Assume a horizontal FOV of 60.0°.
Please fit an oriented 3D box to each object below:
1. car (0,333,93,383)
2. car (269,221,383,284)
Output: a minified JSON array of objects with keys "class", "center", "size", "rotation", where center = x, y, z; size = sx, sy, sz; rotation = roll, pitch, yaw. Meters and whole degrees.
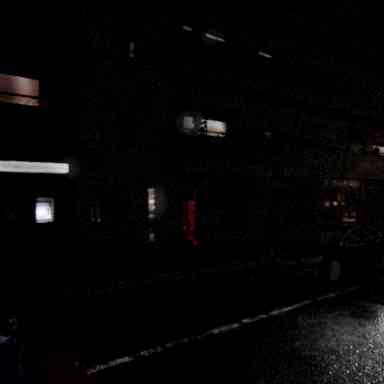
[{"class":"car","center":[-2.526,1.563,1.540],"size":[4.181,1.385,1.994],"rotation":[0,0,-33]},{"class":"car","center":[4.072,1.553,9.471],"size":[4.403,1.369,2.008],"rotation":[0,0,-36]}]
